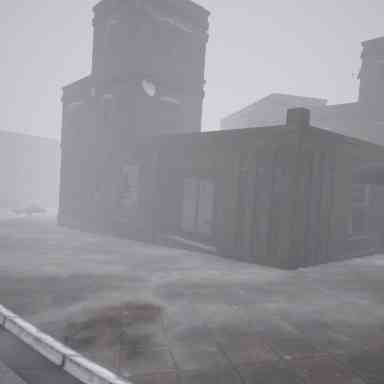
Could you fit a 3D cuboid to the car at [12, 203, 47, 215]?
[{"bbox_3d":[-20.223,2.105,41.609,2.033,1.411,5.357,4,-2,3],"label":"car"}]
